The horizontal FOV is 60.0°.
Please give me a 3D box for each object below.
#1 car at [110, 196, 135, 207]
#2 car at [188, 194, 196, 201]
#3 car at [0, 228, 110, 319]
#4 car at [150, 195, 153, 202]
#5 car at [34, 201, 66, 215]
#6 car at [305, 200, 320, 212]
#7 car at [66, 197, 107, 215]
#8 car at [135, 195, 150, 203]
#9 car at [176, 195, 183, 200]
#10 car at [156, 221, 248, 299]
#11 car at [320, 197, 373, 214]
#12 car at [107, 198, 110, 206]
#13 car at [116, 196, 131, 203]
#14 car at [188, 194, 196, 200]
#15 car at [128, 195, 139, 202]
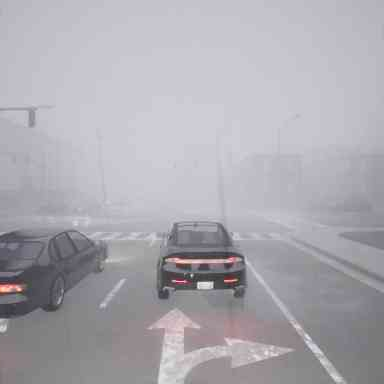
[{"bbox_3d":[-10.584,1.352,51.251,2.097,1.767,4.553,0,0,0],"label":"car"},{"bbox_3d":[0.013,1.500,82.502,1.837,1.490,4.892,0,0,0],"label":"car"},{"bbox_3d":[-3.430,1.547,7.684,2.033,1.411,5.357,0,0,0],"label":"car"},{"bbox_3d":[-10.488,1.477,79.100,1.882,1.535,5.008,0,0,0],"label":"car"},{"bbox_3d":[-14.096,1.601,33.814,1.895,1.301,4.718,0,0,0],"label":"car"},{"bbox_3d":[15.718,1.492,38.745,4.902,1.511,2.128,0,0,0],"label":"car"},{"bbox_3d":[-10.595,1.491,33.946,2.128,1.511,4.902,0,0,0],"label":"car"},{"bbox_3d":[-10.494,1.492,68.094,2.128,1.511,4.902,0,0,0],"label":"car"},{"bbox_3d":[-3.486,1.524,92.909,1.812,1.442,4.674,0,0,0],"label":"car"},{"bbox_3d":[0.116,1.492,8.488,2.128,1.511,4.902,0,0,-3],"label":"car"},{"bbox_3d":[16.546,1.352,35.245,4.553,1.767,2.097,0,0,0],"label":"car"},{"bbox_3d":[-14.084,1.547,52.624,2.033,1.411,5.357,0,0,0],"label":"car"},{"bbox_3d":[-13.990,1.547,67.961,2.033,1.411,5.357,0,0,0],"label":"car"},{"bbox_3d":[0.014,1.355,92.893,2.097,1.767,4.553,0,0,0],"label":"car"},{"bbox_3d":[-13.988,1.549,80.042,1.994,1.385,4.181,0,0,0],"label":"car"}]
